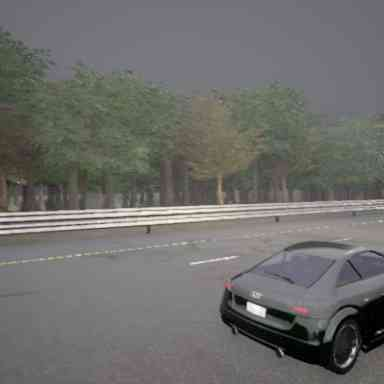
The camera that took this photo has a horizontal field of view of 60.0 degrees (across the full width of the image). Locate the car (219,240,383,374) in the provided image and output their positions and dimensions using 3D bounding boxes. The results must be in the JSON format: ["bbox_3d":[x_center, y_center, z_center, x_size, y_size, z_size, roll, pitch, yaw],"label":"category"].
[{"bbox_3d":[2.497,1.545,5.652,4.181,1.385,1.994,0,0,-36],"label":"car"}]
